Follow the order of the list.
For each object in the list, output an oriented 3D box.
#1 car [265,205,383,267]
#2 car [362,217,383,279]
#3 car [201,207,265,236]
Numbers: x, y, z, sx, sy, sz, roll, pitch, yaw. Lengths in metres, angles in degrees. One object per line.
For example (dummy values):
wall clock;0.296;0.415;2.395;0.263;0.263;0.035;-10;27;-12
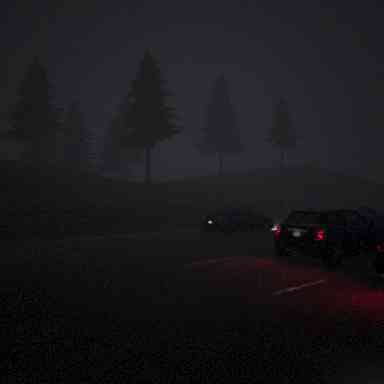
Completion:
car;4.997;1.329;11.609;4.553;1.767;2.097;0;0;-36
car;6.625;1.456;8.472;5.008;1.535;1.882;0;0;-35
car;2.575;1.537;18.479;4.181;1.385;1.994;0;0;-36
